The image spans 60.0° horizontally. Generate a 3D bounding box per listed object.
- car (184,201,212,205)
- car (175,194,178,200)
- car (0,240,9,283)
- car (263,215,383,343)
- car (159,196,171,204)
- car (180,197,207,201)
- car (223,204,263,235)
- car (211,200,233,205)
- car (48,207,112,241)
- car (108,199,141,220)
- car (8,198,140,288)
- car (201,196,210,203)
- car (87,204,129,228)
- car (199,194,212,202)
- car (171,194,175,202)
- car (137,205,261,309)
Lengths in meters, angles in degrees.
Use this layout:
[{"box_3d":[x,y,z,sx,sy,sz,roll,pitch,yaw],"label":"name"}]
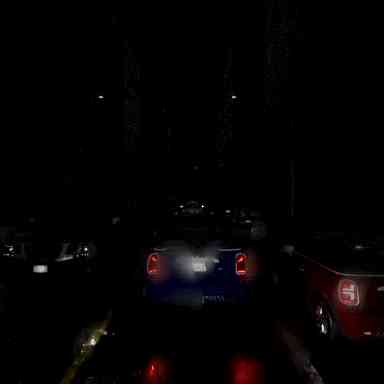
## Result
[{"box_3d":[0.102,1.479,17.295,1.882,1.535,5.008,0,0,0],"label":"car"},{"box_3d":[-5.554,1.637,92.430,1.752,1.417,4.829,0,0,0],"label":"car"},{"box_3d":[-5.669,1.582,6.449,1.802,1.307,4.206,0,0,0],"label":"car"},{"box_3d":[2.856,1.440,6.445,1.967,1.590,4.097,0,0,0],"label":"car"},{"box_3d":[-5.613,1.626,65.557,1.802,1.307,4.206,0,0,0],"label":"car"},{"box_3d":[0.010,1.460,27.317,1.801,1.575,5.366,0,0,0],"label":"car"},{"box_3d":[2.860,1.552,17.448,2.008,1.369,4.403,0,0,0],"label":"car"},{"box_3d":[2.865,1.569,28.451,1.947,1.339,4.313,0,0,0],"label":"car"},{"box_3d":[-5.665,1.567,17.451,1.947,1.339,4.313,0,0,0],"label":"car"},{"box_3d":[-5.661,1.443,28.454,1.967,1.590,4.097,0,0,0],"label":"car"},{"box_3d":[-3.097,1.221,9.569,2.150,2.045,5.566,0,0,0],"label":"car"},{"box_3d":[2.924,1.579,71.120,1.752,1.417,4.829,0,0,0],"label":"car"},{"box_3d":[-5.663,1.584,22.953,1.802,1.307,4.206,0,0,0],"label":"car"},{"box_3d":[2.912,1.484,65.541,1.967,1.590,4.097,0,0,0],"label":"car"},{"box_3d":[-5.588,1.616,76.374,2.008,1.369,4.403,0,0,0],"label":"car"},{"box_3d":[0.102,1.352,8.015,2.097,1.767,4.553,0,0,0],"label":"car"}]
